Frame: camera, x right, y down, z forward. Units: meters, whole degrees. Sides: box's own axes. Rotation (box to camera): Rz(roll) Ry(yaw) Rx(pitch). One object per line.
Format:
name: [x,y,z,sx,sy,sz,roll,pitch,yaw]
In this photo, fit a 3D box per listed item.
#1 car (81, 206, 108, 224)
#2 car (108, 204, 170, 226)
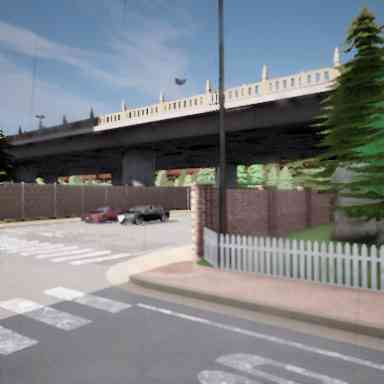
car: [-6.975,1.858,27.484,1.994,1.385,4.181,-1,0,36]
car: [-3.726,1.747,26.013,2.128,1.511,4.902,-1,0,36]
